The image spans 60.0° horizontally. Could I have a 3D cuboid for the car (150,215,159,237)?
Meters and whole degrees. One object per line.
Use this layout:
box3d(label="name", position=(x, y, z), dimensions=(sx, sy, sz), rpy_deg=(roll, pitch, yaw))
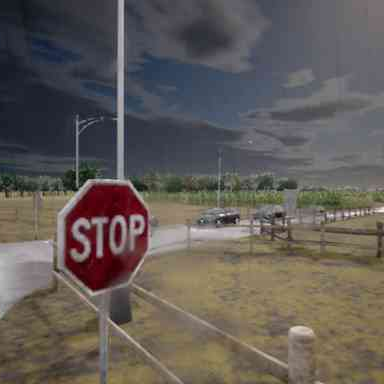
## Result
box3d(label="car", position=(-3.898, 1.767, 18.369), dimensions=(2.128, 1.511, 4.902), rpy_deg=(1, -1, 35))

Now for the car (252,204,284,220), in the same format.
box3d(label="car", position=(8.050, 2.084, 34.725), dimensions=(2.097, 1.767, 4.553), rpy_deg=(1, -1, 36))

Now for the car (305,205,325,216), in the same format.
box3d(label="car", position=(17.639, 2.682, 47.643), dimensions=(1.837, 1.490, 4.892), rpy_deg=(1, -1, 36))

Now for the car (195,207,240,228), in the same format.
box3d(label="car", position=(2.174, 2.002, 26.735), dimensions=(1.837, 1.490, 4.892), rpy_deg=(1, -1, 36))
